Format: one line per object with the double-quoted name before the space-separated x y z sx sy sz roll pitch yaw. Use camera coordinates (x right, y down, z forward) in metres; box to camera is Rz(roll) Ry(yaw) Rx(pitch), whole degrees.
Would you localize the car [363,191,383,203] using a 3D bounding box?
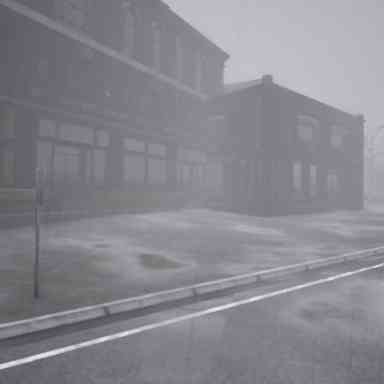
"car" 30.565 0.829 57.814 2.150 2.045 5.566 1 1 -12
